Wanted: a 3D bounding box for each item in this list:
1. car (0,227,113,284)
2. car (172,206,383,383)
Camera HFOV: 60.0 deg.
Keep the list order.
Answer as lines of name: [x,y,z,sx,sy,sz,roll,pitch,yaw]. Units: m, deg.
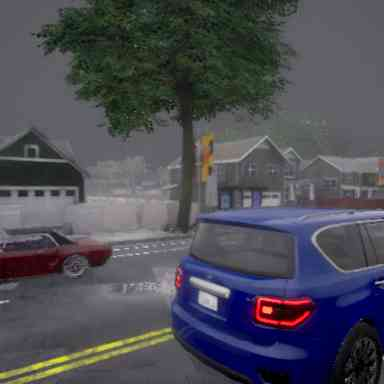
car: [-4.574,1.604,8.404,4.718,1.301,1.895,0,0,-36]
car: [2.330,1.235,5.124,5.566,2.045,2.150,0,0,-36]
